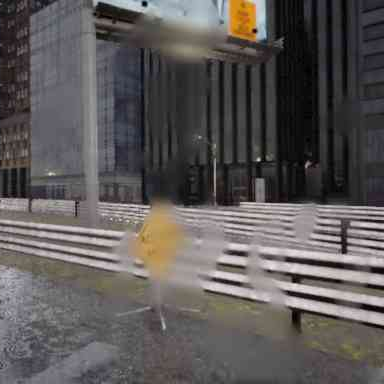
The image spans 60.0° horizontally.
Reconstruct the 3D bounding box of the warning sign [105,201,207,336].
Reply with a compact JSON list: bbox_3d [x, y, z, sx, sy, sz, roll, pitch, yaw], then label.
[{"bbox_3d":[-0.566,1.111,5.549,1.060,1.860,1.300,-1,0,35],"label":"warning sign"}]
